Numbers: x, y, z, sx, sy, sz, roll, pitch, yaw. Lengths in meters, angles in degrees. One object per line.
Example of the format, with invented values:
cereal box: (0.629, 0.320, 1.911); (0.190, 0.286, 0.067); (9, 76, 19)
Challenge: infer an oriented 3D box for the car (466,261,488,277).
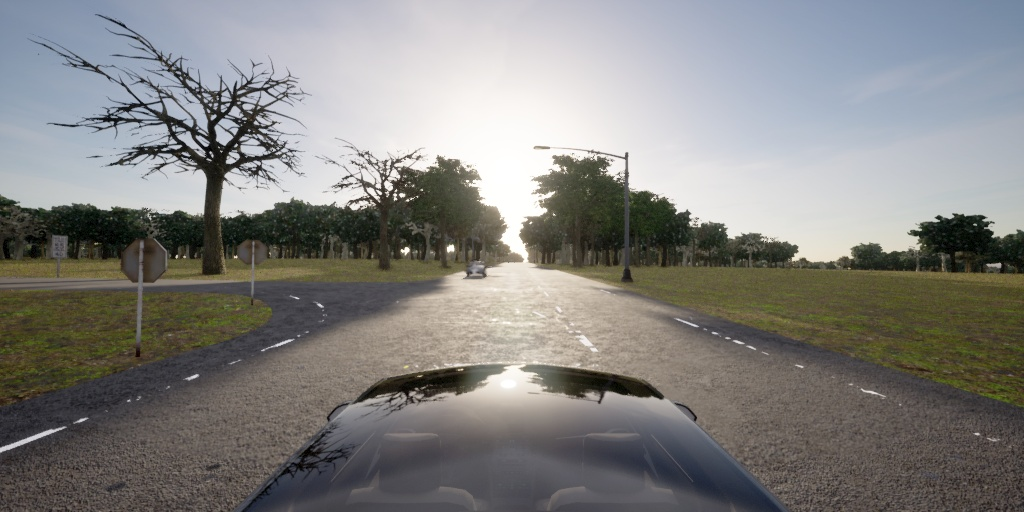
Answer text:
car: (-3.514, 1.306, 36.254); (2.128, 1.511, 4.902); (0, 0, 0)
